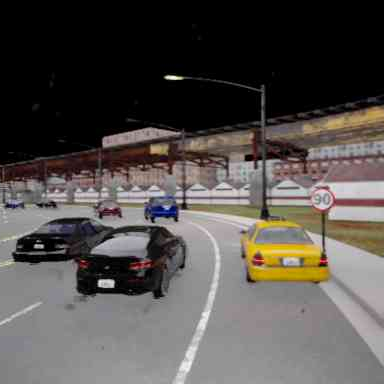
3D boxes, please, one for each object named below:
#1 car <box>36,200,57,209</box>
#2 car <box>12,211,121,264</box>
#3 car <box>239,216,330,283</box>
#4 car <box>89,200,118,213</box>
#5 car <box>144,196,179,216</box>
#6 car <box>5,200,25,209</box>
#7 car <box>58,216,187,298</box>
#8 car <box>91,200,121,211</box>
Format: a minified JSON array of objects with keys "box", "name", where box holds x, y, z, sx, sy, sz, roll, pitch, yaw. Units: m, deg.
[{"box":[-24.890,2.084,56.689,4.892,1.490,1.837,-1,0,41],"name":"car"},{"box":[-4.342,1.660,12.277,2.033,1.411,5.357,-1,0,3],"name":"car"},{"box":[2.380,1.471,9.640,1.801,1.575,5.366,-1,0,6],"name":"car"},{"box":[-11.795,1.860,44.172,1.837,1.490,4.892,0,-1,-40],"name":"car"},{"box":[-2.661,1.384,27.803,2.150,2.045,5.566,0,0,-16],"name":"car"},{"box":[-30.144,2.172,56.654,4.674,1.442,1.812,-1,0,41],"name":"car"},{"box":[-1.308,1.582,8.594,1.812,1.442,4.674,-1,0,8],"name":"car"},{"box":[-8.434,1.612,32.920,2.097,1.767,4.553,-1,0,-24],"name":"car"}]
